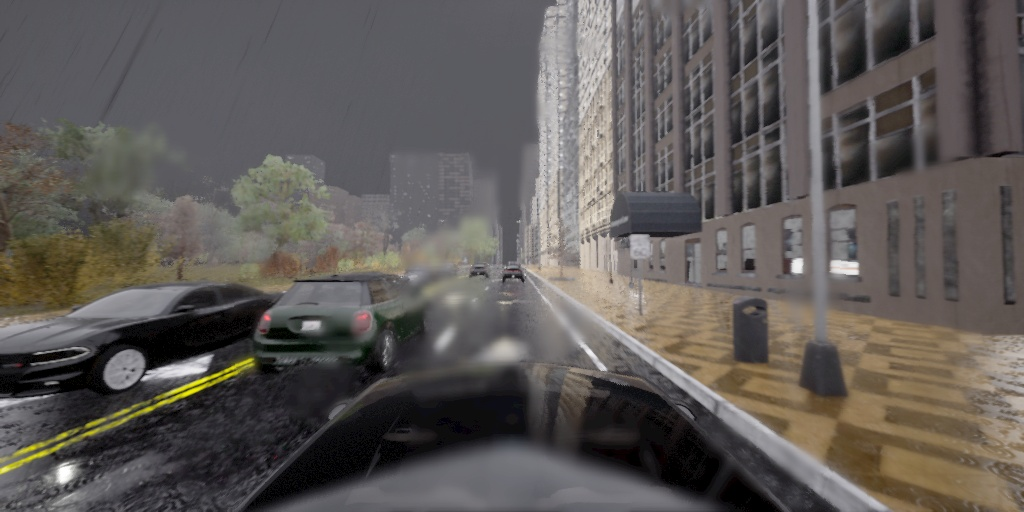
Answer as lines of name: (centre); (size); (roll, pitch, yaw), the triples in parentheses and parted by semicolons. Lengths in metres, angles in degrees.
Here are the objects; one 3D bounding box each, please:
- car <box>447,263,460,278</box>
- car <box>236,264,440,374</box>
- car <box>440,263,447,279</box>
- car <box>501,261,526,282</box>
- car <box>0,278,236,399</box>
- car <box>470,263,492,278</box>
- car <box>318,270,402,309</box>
car: (-6.498, 1.451, 36.718); (1.837, 1.490, 4.892); (0, 0, 0)
car: (-3.150, 1.126, 7.775); (2.097, 1.767, 4.553); (0, 0, 0)
car: (-6.499, 1.365, 26.304); (2.128, 1.511, 4.902); (0, 0, 0)
car: (0.101, 1.412, 31.336); (1.837, 1.490, 4.892); (0, 0, 0)
car: (-6.590, 1.248, 6.887); (1.882, 1.535, 5.008); (0, 0, 0)
car: (-3.248, 1.454, 37.079); (1.837, 1.490, 4.892); (0, 0, 0)
car: (-6.569, 1.378, 16.105); (1.994, 1.385, 4.181); (0, 0, 0)
